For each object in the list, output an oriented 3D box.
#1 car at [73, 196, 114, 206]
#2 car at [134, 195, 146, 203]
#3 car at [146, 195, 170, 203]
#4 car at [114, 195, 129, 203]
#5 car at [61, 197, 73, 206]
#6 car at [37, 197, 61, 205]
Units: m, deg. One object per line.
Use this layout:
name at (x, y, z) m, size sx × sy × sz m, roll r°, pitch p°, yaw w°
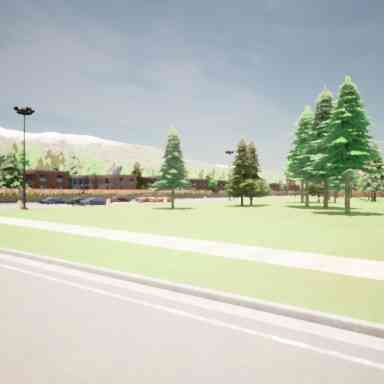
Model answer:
car at (-15.805, 1.539, 53.560) m, size 2.033 × 1.411 × 5.357 m, roll 0°, pitch 0°, yaw 35°
car at (-9.727, 1.344, 68.217) m, size 2.097 × 1.767 × 4.553 m, roll 0°, pitch 0°, yaw 35°
car at (-6.422, 1.344, 66.868) m, size 2.097 × 1.767 × 4.553 m, roll 0°, pitch 0°, yaw 35°
car at (-15.804, 1.344, 71.732) m, size 2.097 × 1.767 × 4.553 m, roll 0°, pitch 0°, yaw 35°
car at (-18.657, 1.469, 55.577) m, size 1.882 × 1.535 × 5.008 m, roll 0°, pitch 0°, yaw 35°
car at (-24.609, 1.538, 59.249) m, size 2.033 × 1.411 × 5.357 m, roll 0°, pitch 0°, yaw 35°
